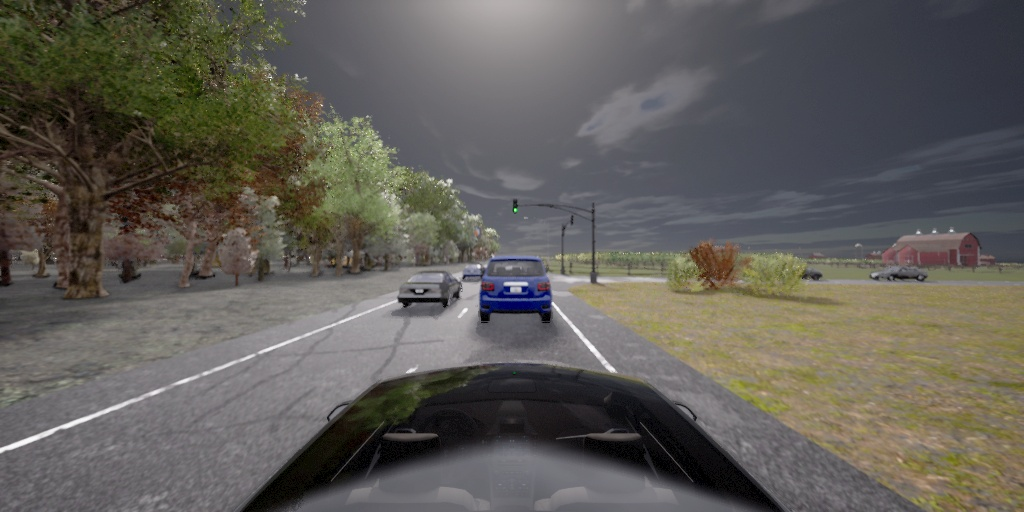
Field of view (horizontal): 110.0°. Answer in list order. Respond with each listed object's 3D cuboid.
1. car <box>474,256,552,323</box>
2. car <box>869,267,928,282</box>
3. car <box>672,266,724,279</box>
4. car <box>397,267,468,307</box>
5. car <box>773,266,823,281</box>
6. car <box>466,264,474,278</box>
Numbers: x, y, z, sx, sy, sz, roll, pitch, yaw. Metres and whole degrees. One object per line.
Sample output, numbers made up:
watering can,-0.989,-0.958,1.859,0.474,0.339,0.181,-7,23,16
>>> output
car,0.103,1.009,12.473,2.150,2.045,5.566,0,0,0
car,39.786,1.839,36.980,4.902,1.511,2.128,1,-1,0
car,19.112,1.600,37.086,5.008,1.535,1.882,1,-1,0
car,-3.398,1.344,15.670,2.033,1.411,5.357,0,0,0
car,29.385,1.760,37.034,4.674,1.442,1.812,1,-1,0
car,-3.403,1.400,33.052,2.033,1.411,5.357,0,0,0
